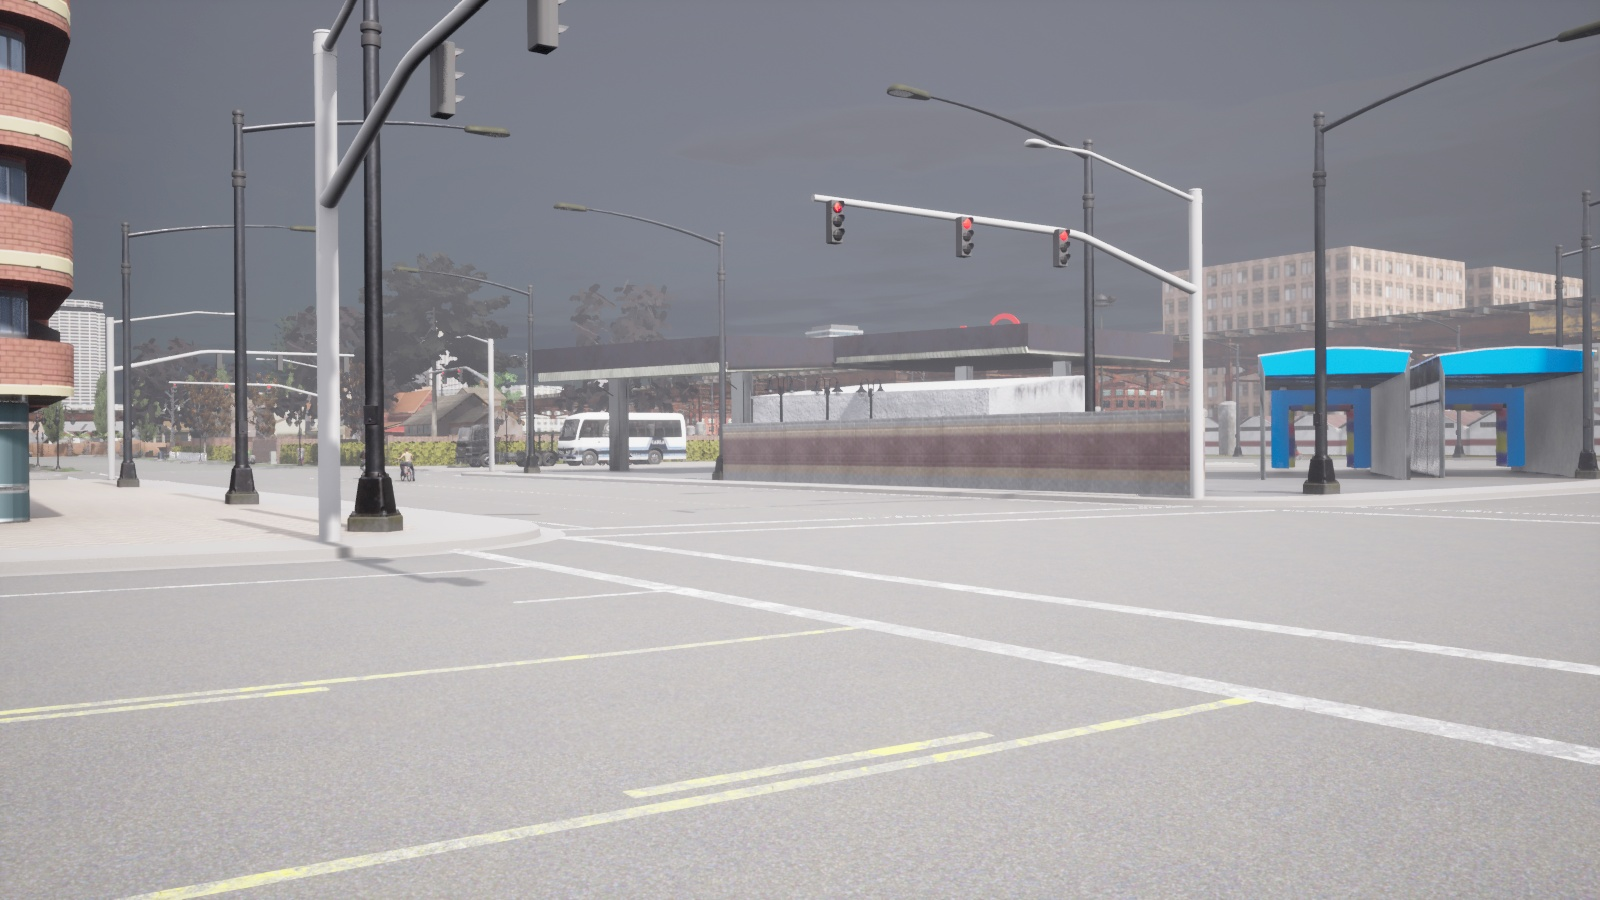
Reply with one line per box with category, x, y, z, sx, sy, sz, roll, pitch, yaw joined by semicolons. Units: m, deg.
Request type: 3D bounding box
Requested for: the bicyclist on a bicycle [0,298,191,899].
bicyclist on a bicycle;-2.100;0.623;2.117;1.843;1.776;0.659;0;0;-36
